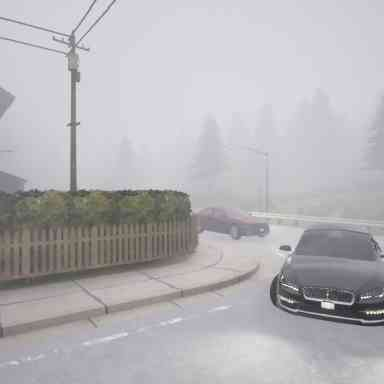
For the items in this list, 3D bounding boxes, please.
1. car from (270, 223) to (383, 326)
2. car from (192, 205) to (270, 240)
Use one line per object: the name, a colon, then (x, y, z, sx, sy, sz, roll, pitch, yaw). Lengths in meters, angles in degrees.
car: (3.182, 1.505, 7.316, 1.837, 1.490, 4.892, 0, 0, 27)
car: (1.882, 1.478, 17.452, 1.882, 1.535, 5.008, 0, 0, -33)
